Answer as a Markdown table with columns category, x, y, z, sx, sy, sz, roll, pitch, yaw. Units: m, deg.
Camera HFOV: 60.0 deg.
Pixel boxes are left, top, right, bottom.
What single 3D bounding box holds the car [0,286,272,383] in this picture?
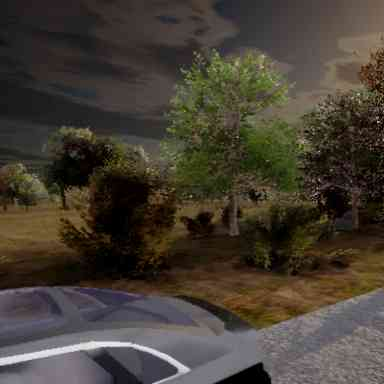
| category | x | y | z | sx | sy | sz | roll | pitch | yaw |
| --- | --- | --- | --- | --- | --- | --- | --- | --- | --- |
| car | -1.642 | 1.492 | 1.902 | 4.902 | 1.511 | 2.128 | 0 | 0 | -36 |
